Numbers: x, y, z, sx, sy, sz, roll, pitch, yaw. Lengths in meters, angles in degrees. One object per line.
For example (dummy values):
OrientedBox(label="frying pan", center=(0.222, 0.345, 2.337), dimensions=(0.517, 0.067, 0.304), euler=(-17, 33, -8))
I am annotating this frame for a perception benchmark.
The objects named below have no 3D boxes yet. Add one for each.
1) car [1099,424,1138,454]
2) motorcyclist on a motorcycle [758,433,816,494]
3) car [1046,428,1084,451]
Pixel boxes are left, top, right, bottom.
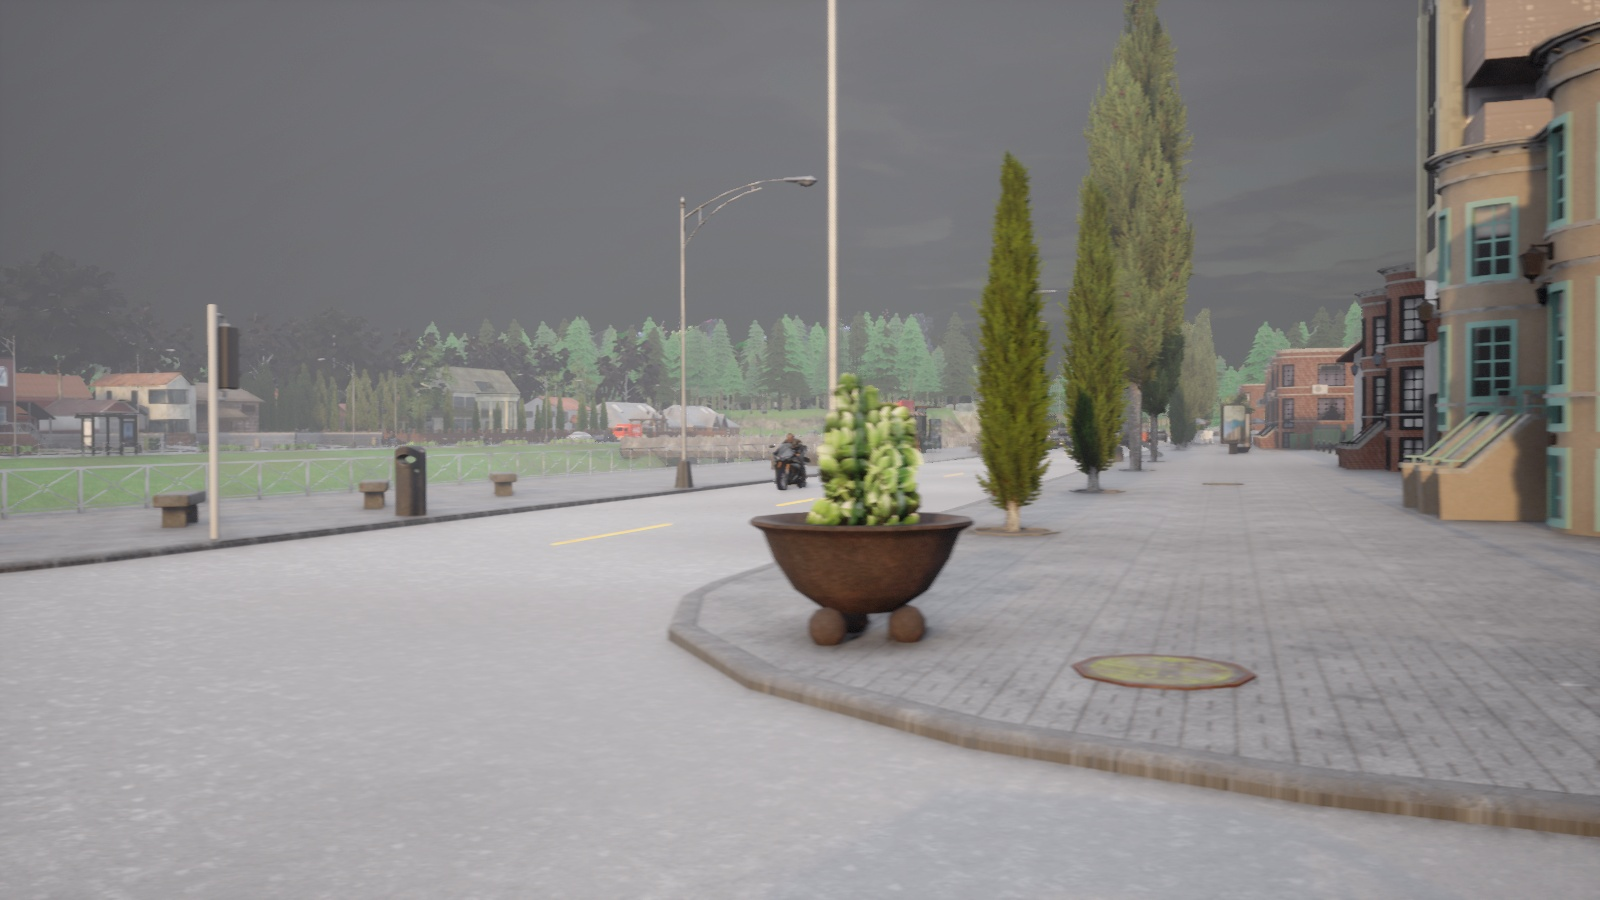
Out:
OrientedBox(label="car", center=(22.262, -0.774, 87.636), dimensions=(2.150, 2.045, 5.566), euler=(1, 1, 19))
OrientedBox(label="motorcyclist on a motorcycle", center=(-0.321, 0.330, 33.123), dimensions=(0.866, 1.530, 2.191), euler=(1, 1, 19))
OrientedBox(label="car", center=(19.345, -0.788, 91.512), dimensions=(2.152, 1.651, 5.027), euler=(1, 1, 19))
